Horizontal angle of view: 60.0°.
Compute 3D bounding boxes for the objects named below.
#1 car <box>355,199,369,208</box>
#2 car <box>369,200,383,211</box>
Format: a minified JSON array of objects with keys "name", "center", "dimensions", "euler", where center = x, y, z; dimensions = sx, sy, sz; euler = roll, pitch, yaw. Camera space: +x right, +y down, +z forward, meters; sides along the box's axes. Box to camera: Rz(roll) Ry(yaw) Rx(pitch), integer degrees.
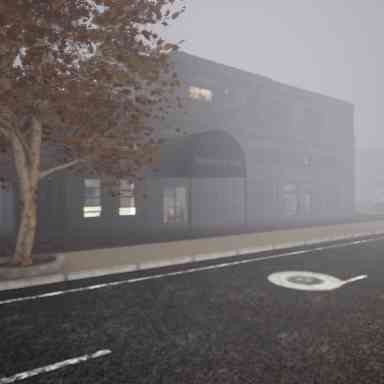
[{"name":"car","center":[27.889,1.924,54.874],"dimensions":[2.008,1.369,4.403],"euler":[-1,0,-36]},{"name":"car","center":[25.922,1.907,43.125],"dimensions":[1.947,1.339,4.313],"euler":[-1,0,-36]}]
